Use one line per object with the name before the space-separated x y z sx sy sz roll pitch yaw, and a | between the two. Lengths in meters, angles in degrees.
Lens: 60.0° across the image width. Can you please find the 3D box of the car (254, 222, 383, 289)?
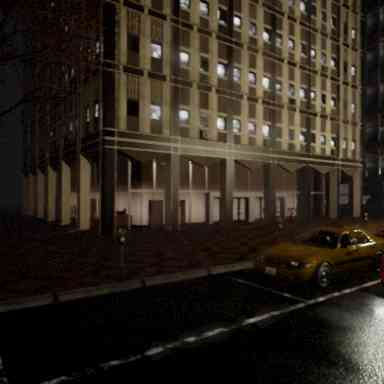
car | 3.837 1.564 9.315 4.829 1.417 1.752 0 0 -36

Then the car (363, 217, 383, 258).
car | 8.476 1.647 12.638 4.206 1.307 1.802 0 0 -36

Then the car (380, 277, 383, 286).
car | 6.474 1.396 7.923 4.553 1.767 2.097 0 0 -35
